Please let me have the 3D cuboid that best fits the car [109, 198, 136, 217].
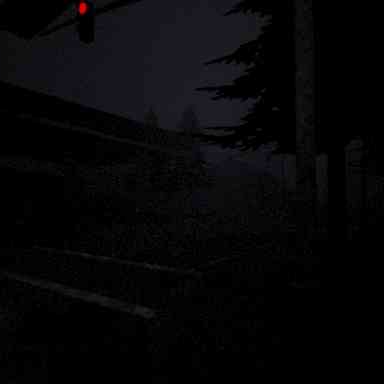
[{"bbox_3d":[-6.527,1.501,33.077,3.866,1.878,1.905,-1,0,36],"label":"car"}]
